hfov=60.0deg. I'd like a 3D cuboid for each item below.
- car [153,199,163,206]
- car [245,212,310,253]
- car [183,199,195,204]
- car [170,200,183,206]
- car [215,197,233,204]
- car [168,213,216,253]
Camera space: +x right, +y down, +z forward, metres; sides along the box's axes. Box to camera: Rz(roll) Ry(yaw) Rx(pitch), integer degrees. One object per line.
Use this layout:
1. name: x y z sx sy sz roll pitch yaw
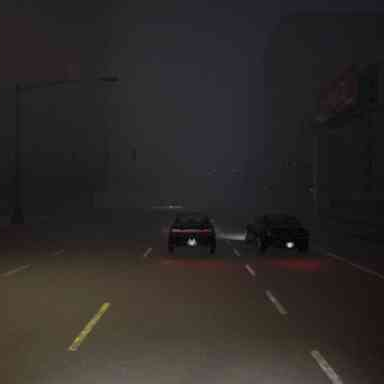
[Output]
1. car: -6.989 2.144 68.500 1.837 1.490 4.892 0 0 0
2. car: 3.506 1.643 14.308 1.837 1.490 4.892 0 0 0
3. car: -1.090 2.364 84.853 1.895 1.301 4.718 0 -1 -27
4. car: -3.489 2.246 68.545 1.895 1.301 4.718 0 -1 0
5. car: 8.339 2.116 85.845 4.553 1.767 2.097 0 0 -22
6. car: 0.006 1.628 14.301 2.128 1.511 4.902 0 0 0
